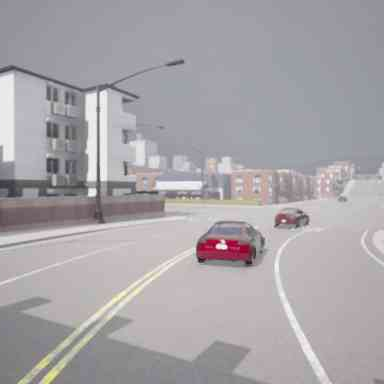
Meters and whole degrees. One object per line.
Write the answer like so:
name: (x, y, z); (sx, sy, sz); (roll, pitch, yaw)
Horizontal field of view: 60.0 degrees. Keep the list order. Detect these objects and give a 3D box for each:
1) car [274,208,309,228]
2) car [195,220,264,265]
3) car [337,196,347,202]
car: (7.843, 1.960, 26.043); (1.812, 1.442, 4.674); (0, 0, 31)
car: (1.559, 1.773, 12.675); (1.994, 1.385, 4.181); (0, -1, 18)
car: (36.333, 1.708, 80.308); (1.837, 1.490, 4.892); (0, 0, 31)
